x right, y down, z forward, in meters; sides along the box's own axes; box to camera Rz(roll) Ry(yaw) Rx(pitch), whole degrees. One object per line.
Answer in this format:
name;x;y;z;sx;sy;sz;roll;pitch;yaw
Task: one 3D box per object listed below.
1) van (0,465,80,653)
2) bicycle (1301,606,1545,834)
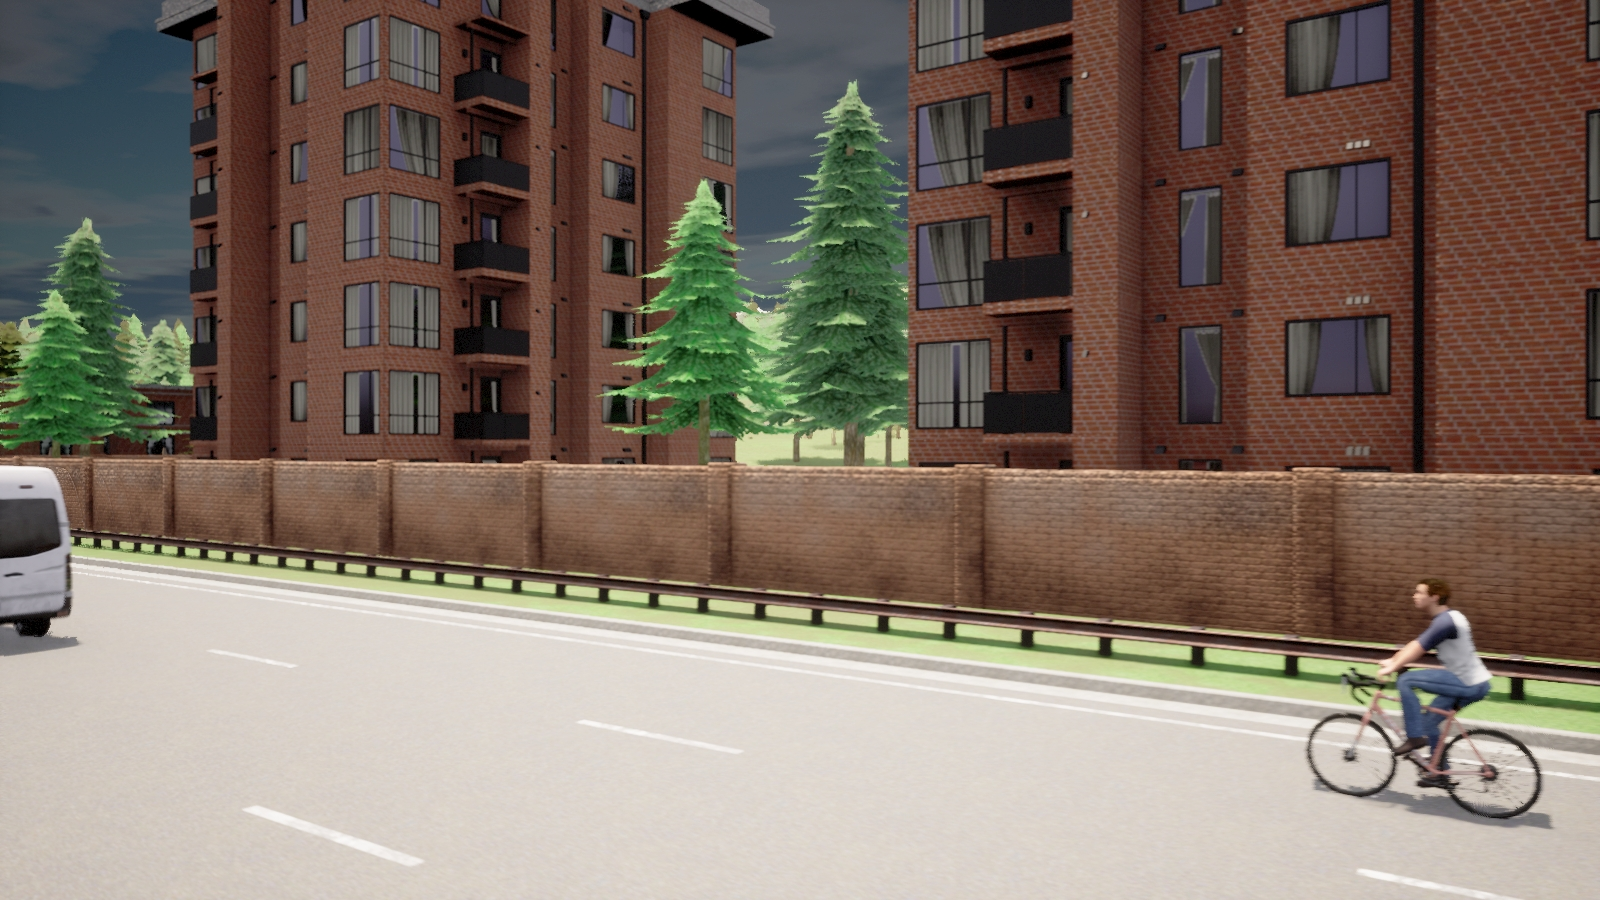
van;-13.452;1.525;17.471;5.915;2.561;1.988;0;0;35
bicycle;4.852;2.055;8.964;1.643;1.496;0.373;0;0;35
